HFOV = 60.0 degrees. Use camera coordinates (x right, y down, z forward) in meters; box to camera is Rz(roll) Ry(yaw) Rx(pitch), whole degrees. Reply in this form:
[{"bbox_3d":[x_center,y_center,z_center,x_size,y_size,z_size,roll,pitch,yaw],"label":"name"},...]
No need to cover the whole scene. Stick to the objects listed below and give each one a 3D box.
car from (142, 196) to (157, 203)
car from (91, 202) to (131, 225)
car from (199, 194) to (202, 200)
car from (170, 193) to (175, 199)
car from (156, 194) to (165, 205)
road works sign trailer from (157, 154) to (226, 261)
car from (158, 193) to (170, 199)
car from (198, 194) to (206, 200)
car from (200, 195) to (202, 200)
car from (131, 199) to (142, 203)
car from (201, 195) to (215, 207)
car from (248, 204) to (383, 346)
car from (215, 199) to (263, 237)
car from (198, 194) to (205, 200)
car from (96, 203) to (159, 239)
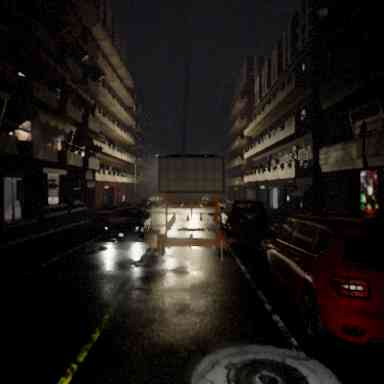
[{"bbox_3d":[-5.758,1.441,39.940,2.008,1.369,4.403,-1,0,0],"label":"car"},{"bbox_3d":[-5.733,1.518,23.133,1.802,1.307,4.206,-1,0,0],"label":"car"},{"bbox_3d":[2.596,1.284,56.728,1.967,1.590,4.097,-1,0,0],"label":"car"},{"bbox_3d":[-5.831,1.308,90.357,2.008,1.369,4.403,-1,0,0],"label":"car"},{"bbox_3d":[-5.774,1.411,51.143,2.008,1.369,4.403,-1,0,0],"label":"car"},{"bbox_3d":[-0.014,0.430,12.153,2.380,3.560,2.880,0,0,1],"label":"road works sign trailer"},{"bbox_3d":[-5.794,1.145,62.347,2.192,1.841,5.009,-1,0,0],"label":"car"},{"bbox_3d":[2.557,1.321,84.740,2.008,1.369,4.403,-1,0,0],"label":"car"},{"bbox_3d":[2.606,1.425,51.127,1.947,1.339,4.313,-1,0,0],"label":"car"},{"bbox_3d":[-5.742,1.503,28.735,1.802,1.307,4.206,-1,0,0],"label":"car"},{"bbox_3d":[2.613,1.399,45.695,1.752,1.417,4.829,-1,0,0],"label":"car"},{"bbox_3d":[2.667,1.297,6.310,2.192,1.841,5.009,-1,0,0],"label":"car"},{"bbox_3d":[2.652,1.266,17.514,2.192,1.841,5.009,-1,0,0],"label":"car"},{"bbox_3d":[2.549,1.281,90.511,1.752,1.417,4.829,-1,0,0],"label":"car"},{"bbox_3d":[-3.126,1.499,17.326,2.033,1.411,5.357,0,0,0],"label":"car"}]
